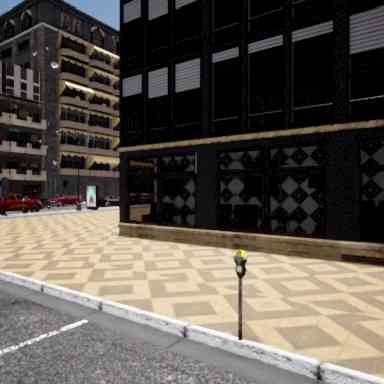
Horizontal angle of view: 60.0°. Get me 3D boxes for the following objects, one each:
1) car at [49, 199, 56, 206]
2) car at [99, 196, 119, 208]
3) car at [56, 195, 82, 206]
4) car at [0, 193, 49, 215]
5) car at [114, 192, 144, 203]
[{"bbox_3d":[-17.669,1.135,35.890,1.812,1.442,4.674,0,1,35],"label":"car"},{"bbox_3d":[-9.197,1.066,37.857,1.947,1.339,4.313,1,2,35],"label":"car"},{"bbox_3d":[-16.091,1.066,42.621,1.802,1.307,4.206,2,2,35],"label":"car"},{"bbox_3d":[-15.571,1.023,28.771,2.192,1.841,5.009,1,2,35],"label":"car"},{"bbox_3d":[-9.717,0.826,51.698,2.008,1.369,4.403,2,2,35],"label":"car"}]
